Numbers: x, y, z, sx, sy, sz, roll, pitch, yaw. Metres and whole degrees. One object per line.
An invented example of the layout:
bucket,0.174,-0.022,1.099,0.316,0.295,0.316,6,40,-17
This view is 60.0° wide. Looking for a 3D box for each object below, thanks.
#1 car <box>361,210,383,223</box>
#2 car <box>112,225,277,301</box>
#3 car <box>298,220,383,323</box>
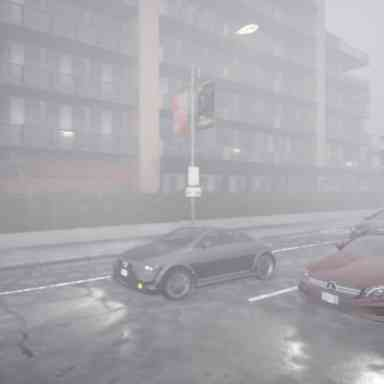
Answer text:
car,8.772,1.498,14.429,4.674,1.442,1.812,0,0,-36
car,0.168,1.555,8.336,4.181,1.385,1.994,0,0,-35
car,4.220,1.513,6.902,4.674,1.442,1.812,0,0,-35
